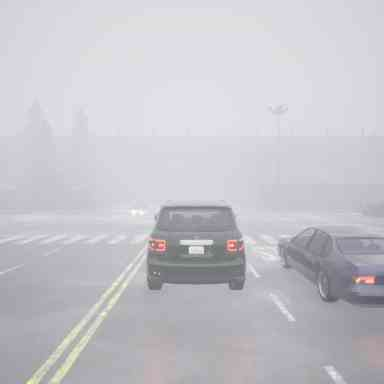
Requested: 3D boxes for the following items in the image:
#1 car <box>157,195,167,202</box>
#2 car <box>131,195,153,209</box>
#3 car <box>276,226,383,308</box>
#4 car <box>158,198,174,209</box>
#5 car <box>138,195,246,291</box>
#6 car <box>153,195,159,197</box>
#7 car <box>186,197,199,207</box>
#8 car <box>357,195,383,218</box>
[{"bbox_3d":[-6.965,1.536,77.993,2.033,1.411,5.357,0,0,0],"label":"car"},{"bbox_3d":[-7.084,1.489,45.269,2.128,1.511,4.902,0,0,0],"label":"car"},{"bbox_3d":[3.587,1.547,8.175,2.033,1.411,5.357,0,0,0],"label":"car"},{"bbox_3d":[-3.582,1.563,46.351,1.994,1.385,4.181,0,0,0],"label":"car"},{"bbox_3d":[0.093,1.221,9.134,2.150,2.045,5.566,0,0,0],"label":"car"},{"bbox_3d":[-7.036,1.350,63.055,2.097,1.767,4.553,0,0,0],"label":"car"},{"bbox_3d":[0.108,1.563,52.083,1.994,1.385,4.181,0,0,0],"label":"car"},{"bbox_3d":[17.397,1.160,28.832,5.566,2.045,2.150,-1,0,0],"label":"car"}]
